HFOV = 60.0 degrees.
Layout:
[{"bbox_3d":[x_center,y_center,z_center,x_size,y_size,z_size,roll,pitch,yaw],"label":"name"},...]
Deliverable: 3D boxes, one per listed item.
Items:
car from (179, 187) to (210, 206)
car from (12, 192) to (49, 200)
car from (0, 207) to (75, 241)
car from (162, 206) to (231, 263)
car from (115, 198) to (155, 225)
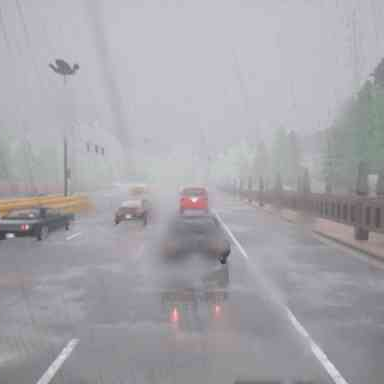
[{"bbox_3d":[0.173,0.591,25.392,2.150,2.045,5.566,0,2,0],"label":"car"},{"bbox_3d":[-13.915,0.752,28.878,2.128,1.511,4.902,0,2,0],"label":"car"},{"bbox_3d":[-6.881,1.300,14.848,1.895,1.301,4.718,0,2,0],"label":"car"},{"bbox_3d":[0.095,1.416,11.189,1.895,1.301,4.718,0,2,-1],"label":"car"},{"bbox_3d":[-3.357,1.065,19.932,1.812,1.442,4.674,0,2,0],"label":"car"}]
